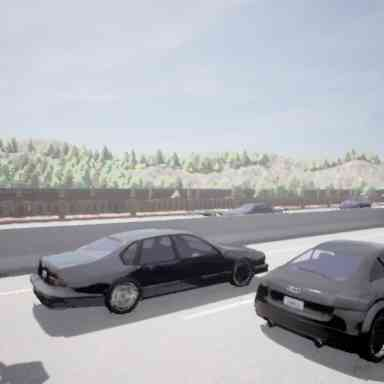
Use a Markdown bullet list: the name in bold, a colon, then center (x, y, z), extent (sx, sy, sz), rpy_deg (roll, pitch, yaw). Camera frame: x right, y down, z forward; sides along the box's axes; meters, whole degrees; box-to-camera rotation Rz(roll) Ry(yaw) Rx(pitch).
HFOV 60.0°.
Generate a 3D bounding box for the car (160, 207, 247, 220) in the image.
- **car**: center (0.326, 1.610, 17.163), extent (4.718, 1.301, 1.895), rpy_deg (0, 0, -36)

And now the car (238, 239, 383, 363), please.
- **car**: center (3.091, 1.569, 5.962), extent (4.181, 1.385, 1.994), rpy_deg (0, 0, -36)

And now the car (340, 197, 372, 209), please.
- **car**: center (20.021, 1.386, 40.620), extent (4.553, 1.767, 2.097), rpy_deg (0, 0, -37)

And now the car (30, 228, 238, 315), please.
- **car**: center (-0.666, 1.551, 7.570), extent (5.357, 1.411, 2.033), rpy_deg (0, 0, -36)

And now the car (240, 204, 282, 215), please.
- **car**: center (4.503, 1.563, 24.566), extent (5.357, 1.411, 2.033), rpy_deg (0, 0, -37)
